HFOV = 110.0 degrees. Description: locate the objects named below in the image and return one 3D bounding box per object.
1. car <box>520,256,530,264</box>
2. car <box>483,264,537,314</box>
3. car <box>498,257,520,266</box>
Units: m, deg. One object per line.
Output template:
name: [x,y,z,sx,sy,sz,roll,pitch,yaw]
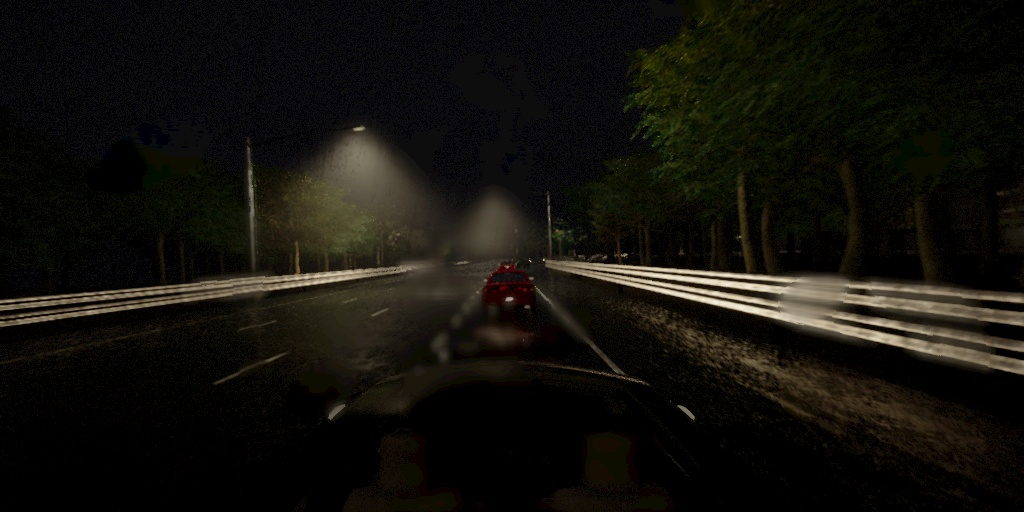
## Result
car: [1.737,1.125,64.367,2.150,2.045,5.566,-3,0,13]
car: [-0.114,1.294,14.301,1.882,1.535,5.008,-3,-1,-1]
car: [-0.477,1.264,40.455,2.097,1.767,4.553,-3,0,-1]
